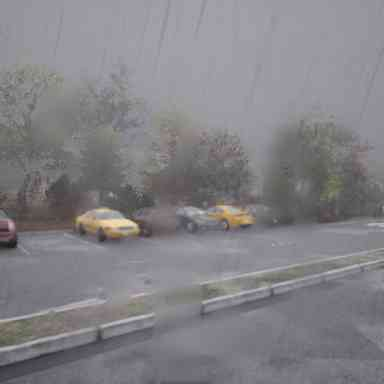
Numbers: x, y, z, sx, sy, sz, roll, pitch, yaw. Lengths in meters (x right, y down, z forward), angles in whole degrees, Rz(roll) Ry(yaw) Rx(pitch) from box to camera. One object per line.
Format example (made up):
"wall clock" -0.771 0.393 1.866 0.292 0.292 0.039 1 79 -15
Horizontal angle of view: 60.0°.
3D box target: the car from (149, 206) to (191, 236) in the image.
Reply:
"car" -2.497 1.662 19.580 2.163 1.488 4.792 1 -1 -36

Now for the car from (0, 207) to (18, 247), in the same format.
"car" -9.151 1.415 14.684 2.185 1.767 4.553 1 -1 -36

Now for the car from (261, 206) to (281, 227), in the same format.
"car" 4.212 1.697 24.397 2.231 1.521 4.892 0 0 -36

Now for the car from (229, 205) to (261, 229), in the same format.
"car" 1.980 1.676 22.781 2.097 1.535 5.008 1 0 -36

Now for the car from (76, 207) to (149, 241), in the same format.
"car" -4.606 1.601 17.787 1.946 1.575 5.366 1 -1 -36

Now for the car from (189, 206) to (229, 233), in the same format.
"car" -0.256 1.655 21.175 2.231 1.521 4.892 1 0 -36
